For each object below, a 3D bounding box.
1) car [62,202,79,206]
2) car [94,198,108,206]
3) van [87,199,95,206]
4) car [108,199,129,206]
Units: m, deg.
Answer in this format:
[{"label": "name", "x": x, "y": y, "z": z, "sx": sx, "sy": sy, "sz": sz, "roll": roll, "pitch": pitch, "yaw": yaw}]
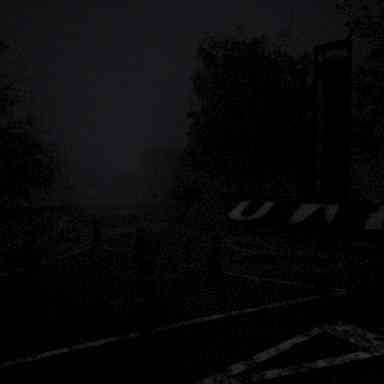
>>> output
[{"label": "car", "x": -30.970, "y": 3.295, "z": 85.958, "sx": 4.674, "sy": 1.452, "sz": 2.002, "roll": -4, "pitch": -3, "yaw": 44}, {"label": "car", "x": -19.135, "y": 2.535, "z": 74.424, "sx": 4.792, "sy": 1.488, "sz": 2.163, "roll": -4, "pitch": -3, "yaw": 44}, {"label": "van", "x": -23.157, "y": 2.534, "z": 78.346, "sx": 4.442, "sy": 1.987, "sz": 1.878, "roll": -4, "pitch": -3, "yaw": 44}, {"label": "car", "x": -15.191, "y": 2.297, "z": 70.604, "sx": 4.674, "sy": 1.452, "sz": 2.002, "roll": -4, "pitch": -5, "yaw": 44}]
